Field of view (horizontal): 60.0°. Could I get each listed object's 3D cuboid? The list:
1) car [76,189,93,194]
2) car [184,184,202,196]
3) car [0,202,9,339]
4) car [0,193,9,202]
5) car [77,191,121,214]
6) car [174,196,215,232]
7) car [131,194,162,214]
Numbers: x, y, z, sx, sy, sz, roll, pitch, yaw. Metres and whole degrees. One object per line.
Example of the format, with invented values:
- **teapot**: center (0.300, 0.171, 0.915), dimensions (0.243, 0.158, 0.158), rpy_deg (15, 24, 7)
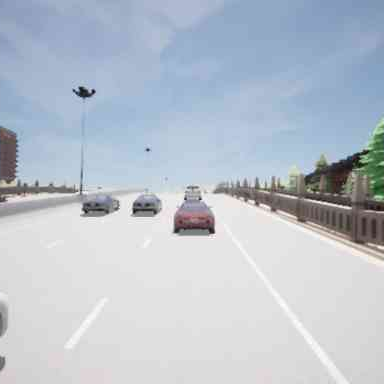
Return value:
- **car**: center (-13.977, 0.274, 43.890), dimensions (1.812, 1.442, 4.674), rpy_deg (0, 2, -1)
- **car**: center (0.113, 0.016, 42.529), dimensions (2.150, 2.045, 5.566), rpy_deg (0, 2, 0)
- **car**: center (-3.401, 1.214, 1.859), dimensions (2.150, 2.045, 5.566), rpy_deg (0, 0, 0)
- **car**: center (-17.573, 0.745, 28.261), dimensions (1.837, 1.490, 4.892), rpy_deg (0, 2, 0)
- **car**: center (-6.895, 0.872, 25.616), dimensions (2.033, 1.411, 5.357), rpy_deg (0, 2, 0)
- **car**: center (0.104, 1.161, 17.018), dimensions (1.994, 1.385, 4.181), rpy_deg (0, 2, 0)
- **car**: center (-3.392, 0.873, 25.612), dimensions (2.033, 1.411, 5.357), rpy_deg (0, 2, 0)
